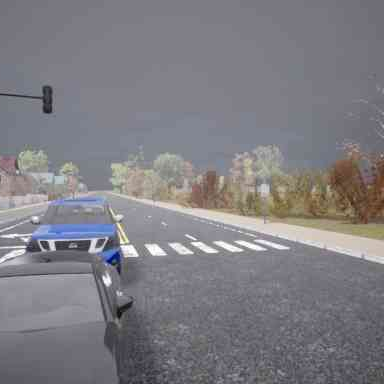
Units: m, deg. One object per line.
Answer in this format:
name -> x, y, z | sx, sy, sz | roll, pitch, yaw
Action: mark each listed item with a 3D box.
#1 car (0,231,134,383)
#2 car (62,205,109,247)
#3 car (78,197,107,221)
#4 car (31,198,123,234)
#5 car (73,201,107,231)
car -> -1.718, 1.524, 3.905 | 1.812, 1.442, 4.674 | 0, 0, -13
car -> -5.016, 1.498, 16.065 | 1.837, 1.490, 4.892 | 0, 0, -15
car -> -8.146, 1.338, 27.544 | 2.097, 1.767, 4.553 | 0, 0, -15
car -> -3.358, 1.218, 9.994 | 2.150, 2.045, 5.566 | 0, 0, -15
car -> -6.585, 1.468, 21.811 | 1.882, 1.535, 5.008 | 0, 0, -15
